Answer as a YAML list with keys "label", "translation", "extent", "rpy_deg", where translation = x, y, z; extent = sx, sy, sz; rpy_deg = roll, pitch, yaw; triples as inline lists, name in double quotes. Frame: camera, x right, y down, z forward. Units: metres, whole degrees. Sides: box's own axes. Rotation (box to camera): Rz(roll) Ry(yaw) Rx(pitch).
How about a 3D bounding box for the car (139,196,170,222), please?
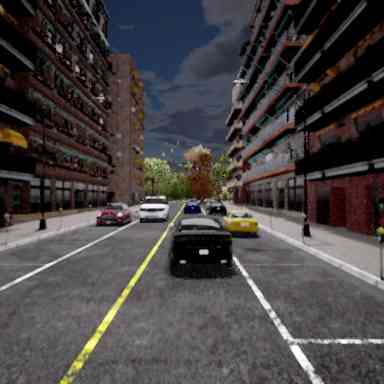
- label: "car"
  translation: [-3.111, 1.370, 28.286]
  extent: [2.150, 2.045, 5.566]
  rpy_deg: [0, 0, 0]

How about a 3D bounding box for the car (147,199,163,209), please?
- label: "car"
  translation: [-5.838, 1.830, 52.596]
  extent: [2.008, 1.369, 4.403]
  rpy_deg: [1, 0, 0]

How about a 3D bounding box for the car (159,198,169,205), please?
- label: "car"
  translation: [-5.848, 1.952, 69.300]
  extent: [1.802, 1.307, 4.206]
  rpy_deg: [1, 0, 0]

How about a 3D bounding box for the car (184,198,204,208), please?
- label: "car"
  translation: [0.079, 1.775, 39.898]
  extent: [1.994, 1.385, 4.181]
  rpy_deg: [0, 0, 0]

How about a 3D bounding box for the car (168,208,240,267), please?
- label: "car"
  translation: [0.215, 1.540, 11.769]
  extent: [1.882, 1.535, 5.008]
  rpy_deg: [0, 0, -3]

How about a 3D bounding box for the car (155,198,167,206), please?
- label: "car"
  translation: [-5.845, 1.906, 63.733]
  extent: [1.947, 1.339, 4.313]
  rpy_deg: [1, 0, 0]

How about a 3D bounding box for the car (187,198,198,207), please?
- label: "car"
  translation: [0.070, 1.830, 57.166]
  extent: [1.812, 1.442, 4.674]
  rpy_deg: [0, 0, 0]

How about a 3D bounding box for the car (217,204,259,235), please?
- label: "car"
  translation: [2.699, 1.627, 19.330]
  extent: [1.752, 1.417, 4.829]
  rpy_deg: [1, 0, 0]

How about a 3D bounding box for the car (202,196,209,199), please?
- label: "car"
  translation: [2.806, 1.861, 58.136]
  extent: [2.008, 1.369, 4.403]
  rpy_deg: [1, 0, 0]

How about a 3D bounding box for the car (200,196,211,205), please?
- label: "car"
  translation: [2.803, 1.686, 69.273]
  extent: [2.192, 1.841, 5.009]
  rpy_deg: [1, 0, 0]

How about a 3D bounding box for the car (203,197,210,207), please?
- label: "car"
  translation: [2.812, 1.776, 47.170]
  extent: [1.752, 1.417, 4.829]
  rpy_deg: [1, 0, 0]

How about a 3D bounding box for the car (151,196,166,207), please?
- label: "car"
  translation: [-5.838, 1.624, 58.165]
  extent: [2.192, 1.841, 5.009]
  rpy_deg: [1, 0, 0]

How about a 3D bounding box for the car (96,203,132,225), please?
- label: "car"
  translation: [-5.711, 1.570, 24.756]
  extent: [1.967, 1.590, 4.097]
  rpy_deg: [1, 0, 0]

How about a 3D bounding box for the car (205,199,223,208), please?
- label: "car"
  translation: [2.752, 1.759, 36.505]
  extent: [1.947, 1.339, 4.313]
  rpy_deg: [1, 0, 0]
